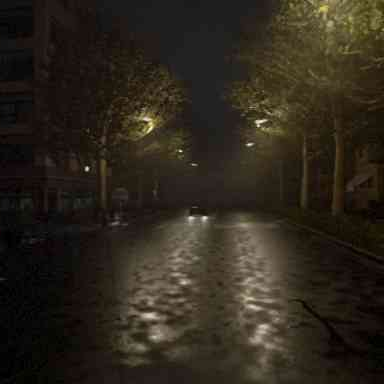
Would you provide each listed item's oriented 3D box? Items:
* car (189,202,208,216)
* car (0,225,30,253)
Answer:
[{"bbox_3d":[0.803,1.988,38.623,1.837,1.490,4.892,-1,-1,6],"label":"car"},{"bbox_3d":[-9.499,1.908,13.923,4.718,1.301,1.895,-1,-1,-17],"label":"car"}]
